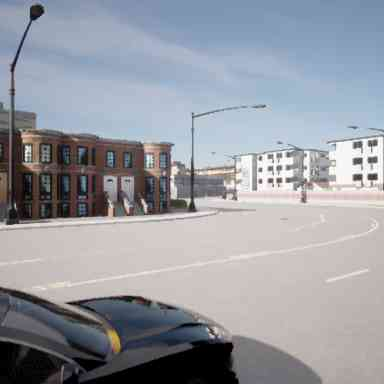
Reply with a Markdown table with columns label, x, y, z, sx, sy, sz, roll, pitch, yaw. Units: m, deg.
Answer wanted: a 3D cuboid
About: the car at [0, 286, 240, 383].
| label | x | y | z | sx | sy | sz | roll | pitch | yaw |
| --- | --- | --- | --- | --- | --- | --- | --- | --- | --- |
| car | -1.850 | 1.471 | 2.421 | 5.008 | 1.535 | 1.882 | 0 | 0 | -35 |
